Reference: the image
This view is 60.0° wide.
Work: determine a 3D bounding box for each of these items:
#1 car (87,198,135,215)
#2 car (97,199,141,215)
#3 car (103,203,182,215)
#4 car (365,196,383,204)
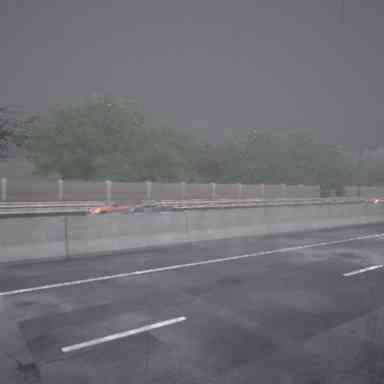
[{"bbox_3d":[-5.738,1.347,25.694,4.553,1.767,2.097,0,0,-35],"label":"car"},{"bbox_3d":[-3.607,1.487,22.916,4.902,1.511,2.128,0,0,-35],"label":"car"},{"bbox_3d":[-2.167,1.543,19.646,5.357,1.411,2.033,0,0,-35],"label":"car"},{"bbox_3d":[27.732,1.322,49.519,4.553,1.767,2.097,0,0,-35],"label":"car"}]
